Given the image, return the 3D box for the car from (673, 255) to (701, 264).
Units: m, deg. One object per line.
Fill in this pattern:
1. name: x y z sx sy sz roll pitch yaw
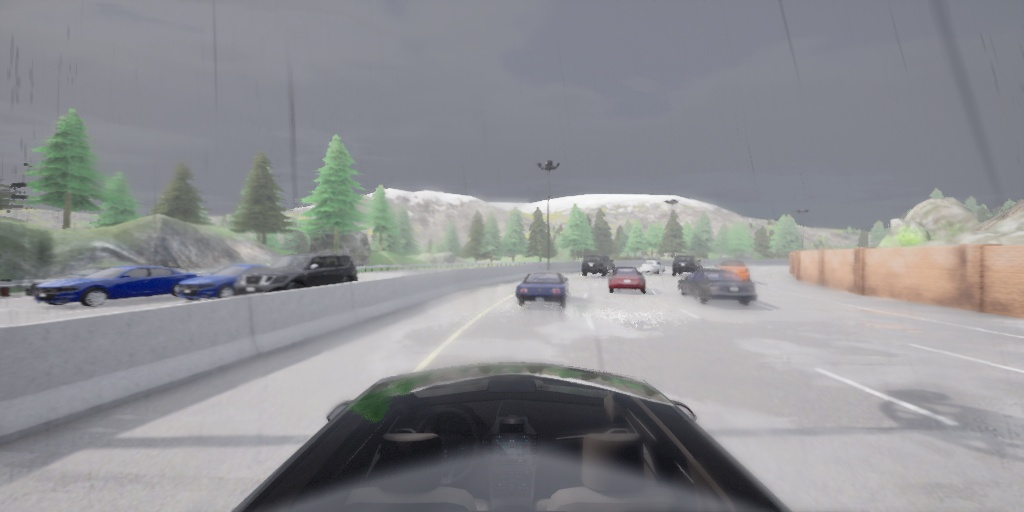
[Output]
1. car: 18.004 0.948 36.867 2.150 2.045 5.566 0 0 34

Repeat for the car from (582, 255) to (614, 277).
1. car: 8.472 0.925 34.788 2.150 2.045 5.566 0 0 29

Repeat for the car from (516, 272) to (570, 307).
1. car: 1.482 1.325 15.378 1.895 1.301 4.718 0 0 11

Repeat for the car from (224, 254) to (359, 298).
1. car: -9.229 0.907 16.072 2.150 2.045 5.566 0 0 10

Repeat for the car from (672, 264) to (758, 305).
1. car: 8.926 1.292 16.046 2.033 1.411 5.357 0 0 12

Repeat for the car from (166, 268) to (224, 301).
1. car: -12.638 1.163 16.910 1.882 1.535 5.008 0 0 10

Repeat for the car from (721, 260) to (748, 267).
1. car: 17.034 1.093 27.819 2.097 1.767 4.553 0 0 28

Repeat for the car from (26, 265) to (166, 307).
1. car: -16.423 1.150 15.311 1.882 1.535 5.008 0 0 9

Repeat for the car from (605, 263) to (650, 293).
1. car: 6.640 1.292 20.916 1.994 1.385 4.181 0 0 15

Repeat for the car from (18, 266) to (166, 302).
1. car: -19.680 1.224 17.135 1.994 1.385 4.181 0 0 9

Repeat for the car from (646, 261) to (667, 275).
1. car: 15.300 1.238 38.951 1.812 1.442 4.674 0 0 34
